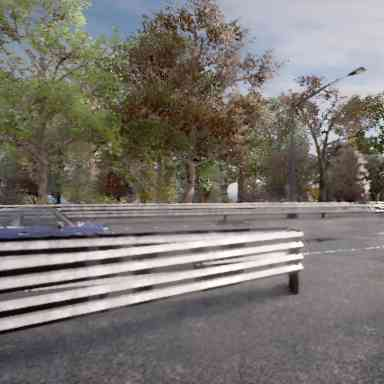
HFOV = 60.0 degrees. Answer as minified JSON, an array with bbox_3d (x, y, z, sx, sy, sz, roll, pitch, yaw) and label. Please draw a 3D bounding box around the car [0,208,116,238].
[{"bbox_3d":[-4.647,1.282,10.559,4.553,1.767,2.097,0,0,-22],"label":"car"}]
